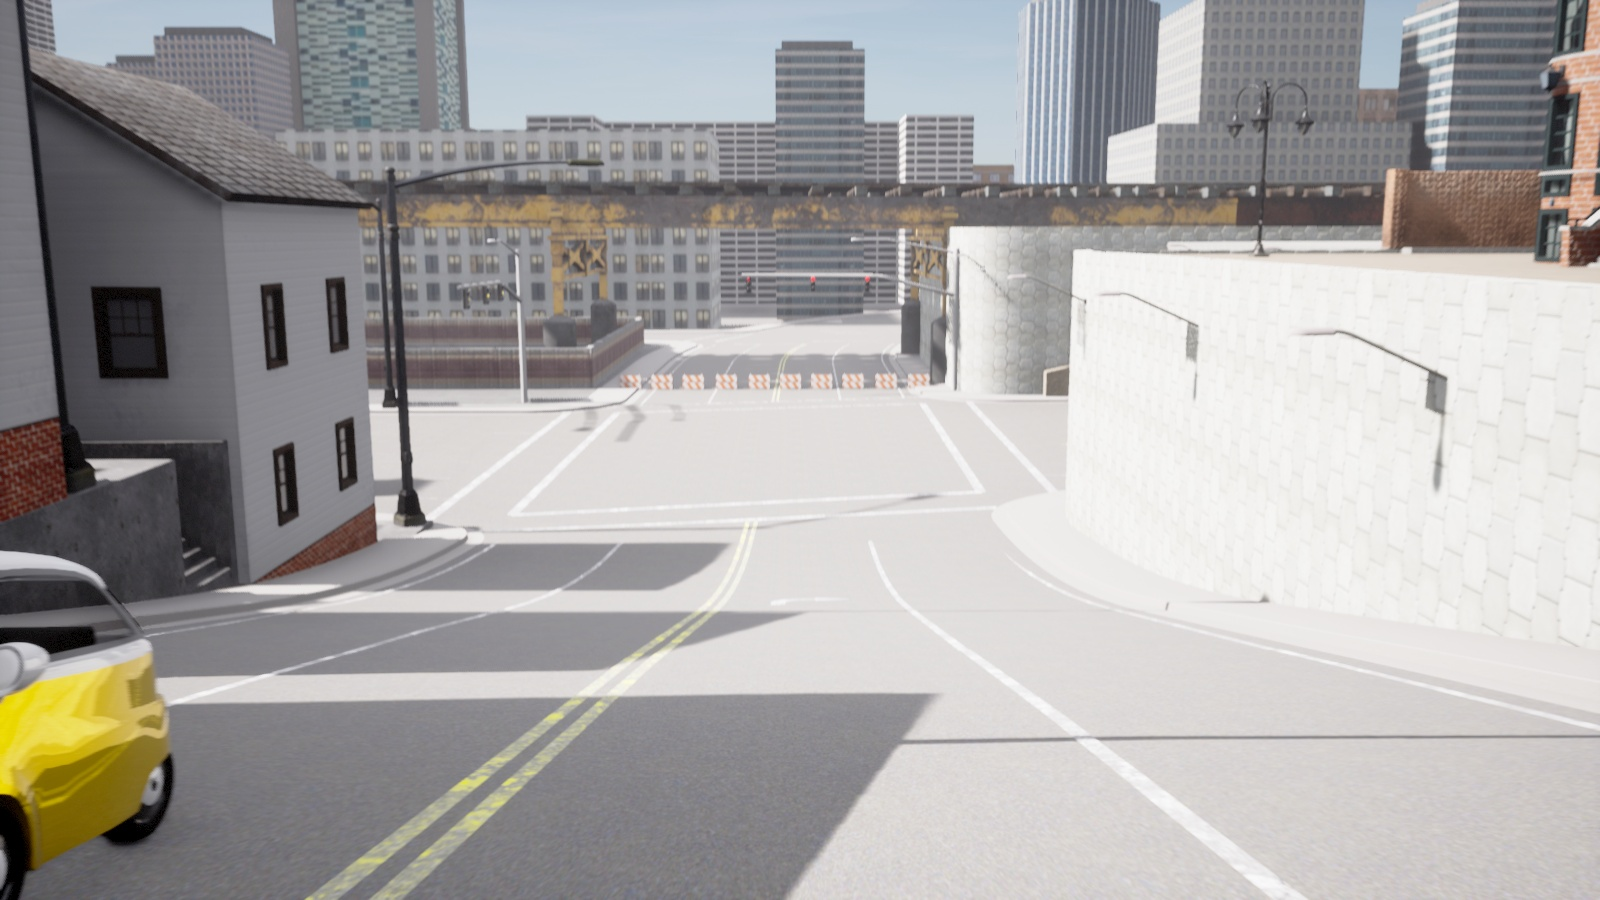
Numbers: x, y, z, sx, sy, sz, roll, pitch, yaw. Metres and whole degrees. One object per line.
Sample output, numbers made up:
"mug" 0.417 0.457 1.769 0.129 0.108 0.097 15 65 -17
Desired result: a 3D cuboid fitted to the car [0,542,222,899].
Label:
"car" -3.463 1.063 4.785 1.481 1.376 2.207 -1 -4 0
